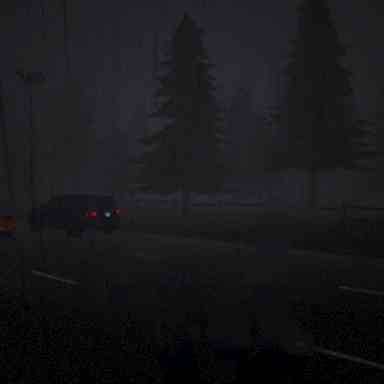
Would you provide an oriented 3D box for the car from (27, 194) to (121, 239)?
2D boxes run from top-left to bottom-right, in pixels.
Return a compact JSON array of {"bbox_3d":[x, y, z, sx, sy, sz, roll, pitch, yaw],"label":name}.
[{"bbox_3d":[-6.073,1.121,16.921,5.566,2.045,2.150,0,0,36],"label":"car"}]

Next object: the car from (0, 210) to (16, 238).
[{"bbox_3d":[-10.255,1.359,15.606,5.008,1.535,1.882,0,0,36],"label":"car"}]
